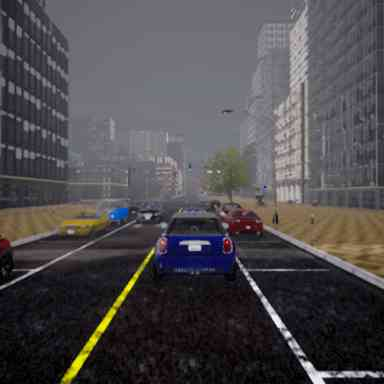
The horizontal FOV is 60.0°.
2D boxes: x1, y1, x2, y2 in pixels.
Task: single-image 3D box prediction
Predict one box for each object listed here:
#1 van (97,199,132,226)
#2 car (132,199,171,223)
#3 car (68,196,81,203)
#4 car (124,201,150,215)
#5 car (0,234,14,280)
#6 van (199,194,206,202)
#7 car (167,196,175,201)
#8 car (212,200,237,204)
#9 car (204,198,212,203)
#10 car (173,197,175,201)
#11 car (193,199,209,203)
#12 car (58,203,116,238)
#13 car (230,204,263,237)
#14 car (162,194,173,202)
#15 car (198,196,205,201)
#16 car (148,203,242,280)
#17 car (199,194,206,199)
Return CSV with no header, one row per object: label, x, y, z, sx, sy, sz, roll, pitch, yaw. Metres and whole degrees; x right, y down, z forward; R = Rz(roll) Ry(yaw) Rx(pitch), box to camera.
van,-5.681,1.388,23.726,1.690,1.788,3.998,0,0,0
car,-3.093,1.542,25.750,2.128,1.511,4.902,0,0,0
car,-22.802,1.460,61.747,4.206,1.307,1.802,1,-1,-1
car,-5.680,1.634,34.804,1.947,1.339,4.313,0,0,0
car,-5.685,1.454,7.108,1.967,1.590,4.097,0,0,0
van,2.710,1.506,83.923,1.690,1.788,3.998,0,0,0
car,-5.670,1.727,89.473,2.008,1.369,4.403,0,0,0
car,2.699,1.487,23.724,1.967,1.590,4.097,0,0,0
car,2.701,1.645,40.342,1.947,1.339,4.313,0,0,0
car,-5.671,1.469,78.371,2.192,1.841,5.009,0,0,0
car,0.097,1.603,28.538,2.033,1.411,5.357,0,0,0
car,-5.684,1.561,18.016,1.752,1.417,4.829,0,0,0
car,2.697,1.580,18.185,1.887,1.381,4.507,0,0,0
car,-5.673,1.725,72.819,1.802,1.307,4.206,0,0,0
car,2.711,1.738,95.024,2.008,1.369,4.403,0,0,0
car,0.080,1.371,10.131,2.097,1.767,4.553,0,0,0
car,2.708,1.679,78.541,1.752,1.417,4.829,0,0,0
